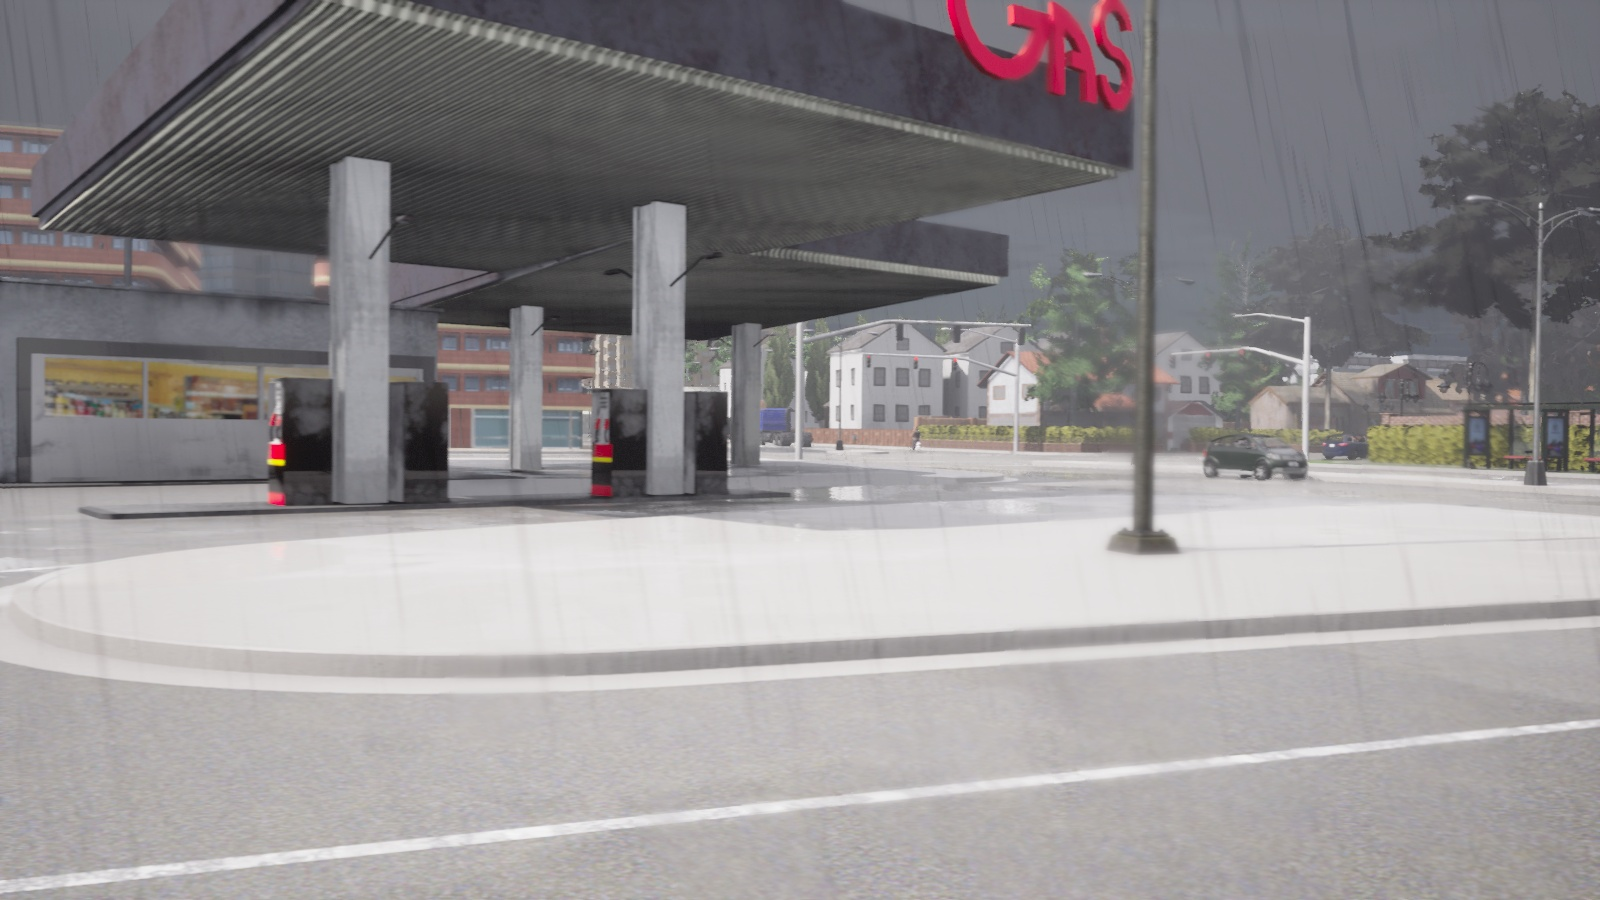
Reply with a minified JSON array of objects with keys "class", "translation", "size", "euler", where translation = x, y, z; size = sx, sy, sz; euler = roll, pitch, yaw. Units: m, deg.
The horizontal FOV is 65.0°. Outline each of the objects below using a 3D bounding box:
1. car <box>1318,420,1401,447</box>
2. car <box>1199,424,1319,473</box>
[{"class":"car","translation":[35.715,-1.049,80.155],"size":[4.611,1.667,2.242],"euler":[-1,1,-21]},{"class":"car","translation":[15.434,-0.081,42.421],"size":[1.789,1.549,3.705],"euler":[-1,1,-21]}]
